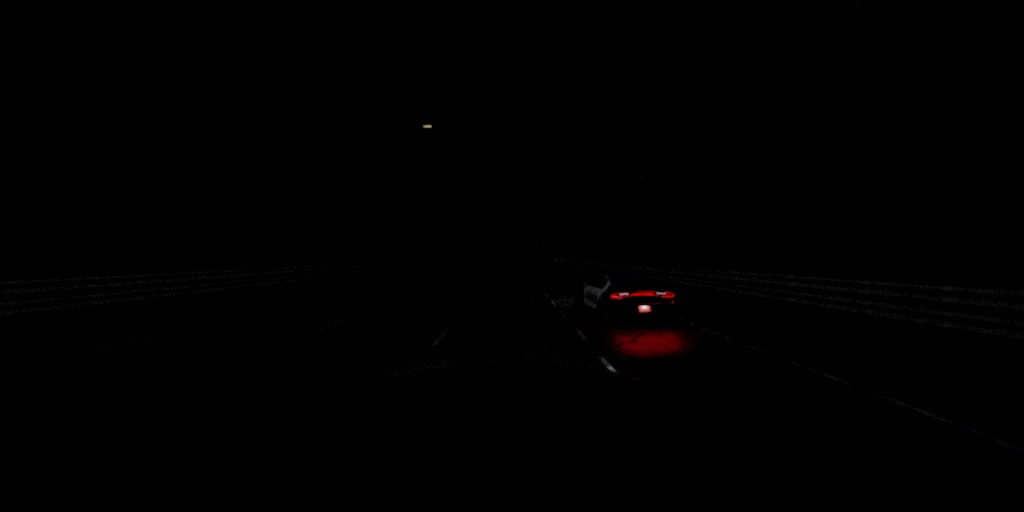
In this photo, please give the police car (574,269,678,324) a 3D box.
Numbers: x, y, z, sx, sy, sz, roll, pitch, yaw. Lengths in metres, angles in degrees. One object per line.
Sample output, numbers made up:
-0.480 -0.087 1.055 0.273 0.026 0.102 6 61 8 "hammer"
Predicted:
3.483 1.242 12.093 2.038 1.542 4.974 -1 0 -2 "police car"
